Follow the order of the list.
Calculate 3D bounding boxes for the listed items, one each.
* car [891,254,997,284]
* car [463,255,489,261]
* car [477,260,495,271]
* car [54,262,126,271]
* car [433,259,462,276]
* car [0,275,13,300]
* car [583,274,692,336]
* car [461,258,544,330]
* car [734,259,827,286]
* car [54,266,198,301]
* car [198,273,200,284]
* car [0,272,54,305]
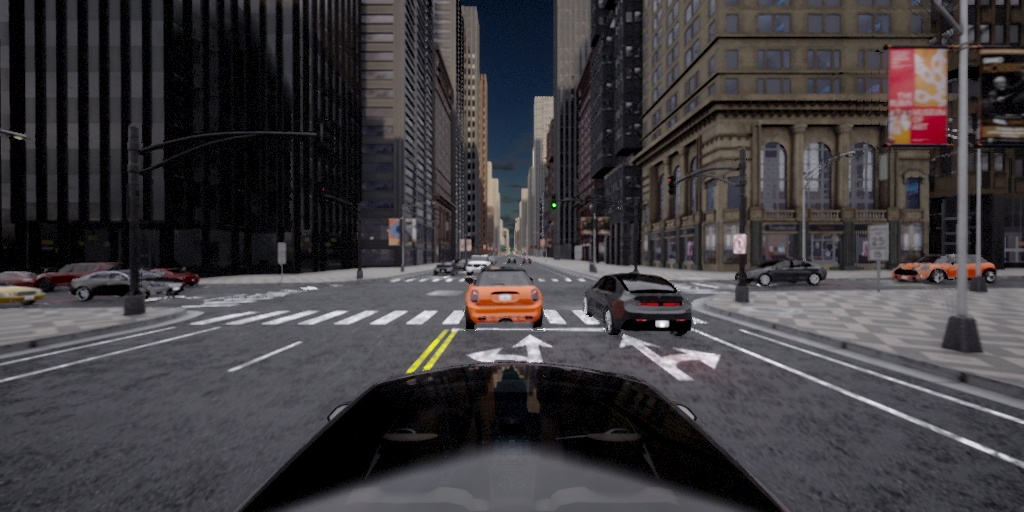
[{"bbox_3d":[26.012,0.685,21.723,4.553,1.767,2.097,-1,0,0],"label":"car"},{"bbox_3d":[-3.356,0.891,37.099,2.150,2.045,5.566,0,0,0],"label":"car"},{"bbox_3d":[-3.343,1.207,47.072,1.994,1.385,4.181,0,0,1],"label":"car"},{"bbox_3d":[-29.064,1.376,24.480,5.009,1.841,2.192,0,0,0],"label":"car"},{"bbox_3d":[-6.606,1.236,36.264,1.994,1.385,4.181,0,0,0],"label":"car"},{"bbox_3d":[-29.622,1.705,18.612,4.718,1.301,1.895,-1,0,0],"label":"car"},{"bbox_3d":[3.316,1.238,10.295,1.837,1.490,4.892,0,0,0],"label":"car"},{"bbox_3d":[-0.390,1.081,11.310,2.097,1.767,4.553,0,0,-6],"label":"car"},{"bbox_3d":[16.184,0.970,21.742,4.892,1.490,1.837,-1,0,0],"label":"car"},{"bbox_3d":[-19.786,1.462,18.564,4.902,1.511,2.128,-1,0,1],"label":"car"},{"bbox_3d":[-23.976,1.537,24.464,4.507,1.381,1.888,0,0,0],"label":"car"},{"bbox_3d":[-23.834,1.569,15.936,4.829,1.417,1.751,0,0,0],"label":"car"}]
